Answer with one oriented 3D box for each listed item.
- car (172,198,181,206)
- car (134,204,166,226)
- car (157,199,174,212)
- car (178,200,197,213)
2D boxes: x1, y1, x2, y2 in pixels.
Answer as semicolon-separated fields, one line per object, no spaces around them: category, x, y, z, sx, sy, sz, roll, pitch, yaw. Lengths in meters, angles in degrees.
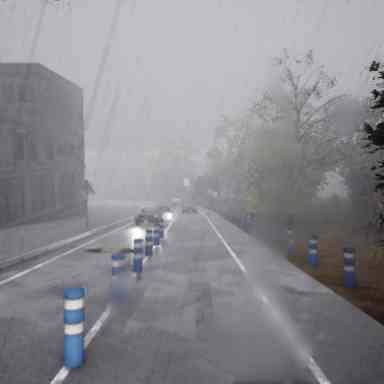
car;-2.755;1.727;55.618;1.812;1.442;4.674;-1;1;-15
car;-3.422;1.921;26.806;1.895;1.301;4.718;0;-1;0
car;-3.982;2.023;45.912;1.895;1.301;4.718;0;1;-7
car;-0.419;2.002;42.713;1.895;1.301;4.718;0;1;-4
